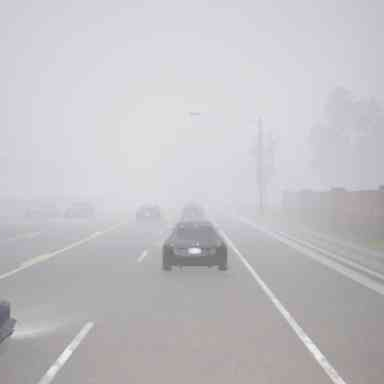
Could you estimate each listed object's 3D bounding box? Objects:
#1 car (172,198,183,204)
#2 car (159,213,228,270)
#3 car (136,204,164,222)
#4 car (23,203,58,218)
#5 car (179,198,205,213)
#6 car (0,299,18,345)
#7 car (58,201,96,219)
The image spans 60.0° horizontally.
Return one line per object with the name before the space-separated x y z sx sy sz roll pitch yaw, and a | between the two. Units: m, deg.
car | -2.482 1.878 70.815 1.994 1.385 4.181 -1 -1 35
car | 0.082 1.623 11.292 1.994 1.385 4.181 0 0 0
car | -3.440 1.698 27.625 1.994 1.385 4.181 0 0 0
car | -14.076 1.767 31.767 1.895 1.301 4.718 0 0 1
car | 0.062 1.611 28.812 1.882 1.535 5.008 0 0 0
car | -3.420 1.566 2.269 2.033 1.411 5.357 0 0 0
car | -10.548 1.666 31.567 1.837 1.490 4.892 0 0 1
